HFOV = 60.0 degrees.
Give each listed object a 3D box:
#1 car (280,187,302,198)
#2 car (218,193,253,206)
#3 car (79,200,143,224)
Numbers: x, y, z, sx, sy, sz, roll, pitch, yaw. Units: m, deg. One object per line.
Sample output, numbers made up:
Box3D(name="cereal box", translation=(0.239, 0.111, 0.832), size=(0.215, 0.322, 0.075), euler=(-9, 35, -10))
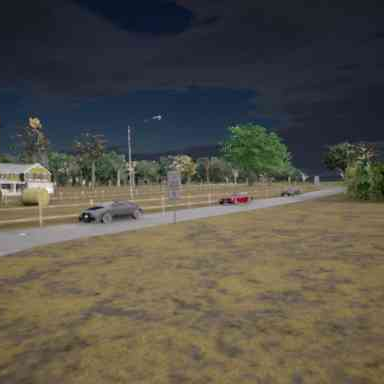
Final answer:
Box3D(name="car", translation=(14.764, -0.059, 49.316), size=(2.033, 1.411, 5.357), euler=(-2, 1, 36))
Box3D(name="car", translation=(4.690, 0.737, 35.339), size=(1.895, 1.301, 4.718), euler=(-2, 1, 36))
Box3D(name="car", translation=(-5.173, 1.223, 21.510), size=(1.994, 1.385, 4.181), euler=(-2, 1, 36))
